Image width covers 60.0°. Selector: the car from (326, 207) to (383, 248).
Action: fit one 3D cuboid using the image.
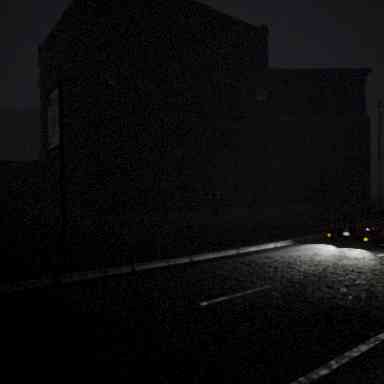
[{"bbox_3d":[7.407,1.342,13.716,4.181,1.385,1.994,-2,1,-37],"label":"car"}]
